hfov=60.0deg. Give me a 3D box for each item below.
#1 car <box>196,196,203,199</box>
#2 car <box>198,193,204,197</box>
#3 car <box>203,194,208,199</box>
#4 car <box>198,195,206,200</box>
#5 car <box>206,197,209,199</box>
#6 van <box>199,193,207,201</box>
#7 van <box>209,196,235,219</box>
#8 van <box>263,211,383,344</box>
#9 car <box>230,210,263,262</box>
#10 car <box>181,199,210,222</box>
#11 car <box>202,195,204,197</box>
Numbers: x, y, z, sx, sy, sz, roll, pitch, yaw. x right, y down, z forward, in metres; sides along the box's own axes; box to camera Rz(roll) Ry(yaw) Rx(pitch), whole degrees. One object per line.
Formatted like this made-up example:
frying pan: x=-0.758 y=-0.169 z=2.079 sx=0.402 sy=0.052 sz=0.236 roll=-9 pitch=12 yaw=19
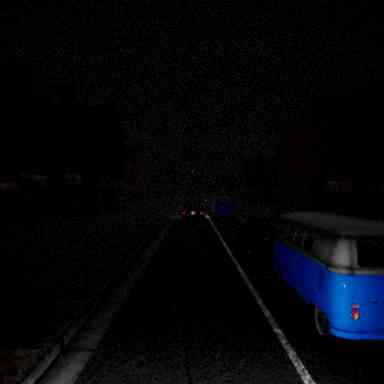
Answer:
car: x=0.130 y=1.526 z=40.920 sx=1.895 sy=1.301 sz=4.718 roll=0 pitch=0 yaw=0
car: x=2.699 y=1.439 z=71.966 sx=1.752 sy=1.417 sz=4.829 roll=1 pitch=0 yaw=0
car: x=2.676 y=1.367 z=39.409 sx=1.967 sy=1.590 sz=4.097 roll=1 pitch=0 yaw=0
car: x=2.713 y=1.483 z=93.810 sx=2.008 sy=1.369 sz=4.403 roll=1 pitch=0 yaw=0
car: x=2.671 y=1.459 z=34.039 sx=1.752 sy=1.417 sz=4.829 roll=1 pitch=0 yaw=0
van: x=2.708 y=1.261 z=82.803 sx=1.690 sy=1.788 sz=3.998 roll=1 pitch=0 yaw=0
van: x=2.670 y=1.282 z=28.327 sx=1.690 sy=1.788 sz=3.998 roll=1 pitch=0 yaw=0
van: x=2.655 y=1.326 z=6.166 sx=1.690 sy=1.788 sz=3.998 roll=1 pitch=0 yaw=0
car: x=2.656 y=1.539 z=11.707 sx=1.947 sy=1.339 sz=4.313 roll=1 pitch=0 yaw=0
car: x=0.110 y=1.492 z=25.374 sx=2.033 sy=1.411 sz=5.357 roll=0 pitch=0 yaw=1
car: x=2.679 y=1.466 z=44.950 sx=1.887 sy=1.381 sz=4.507 roll=1 pitch=0 yaw=0
